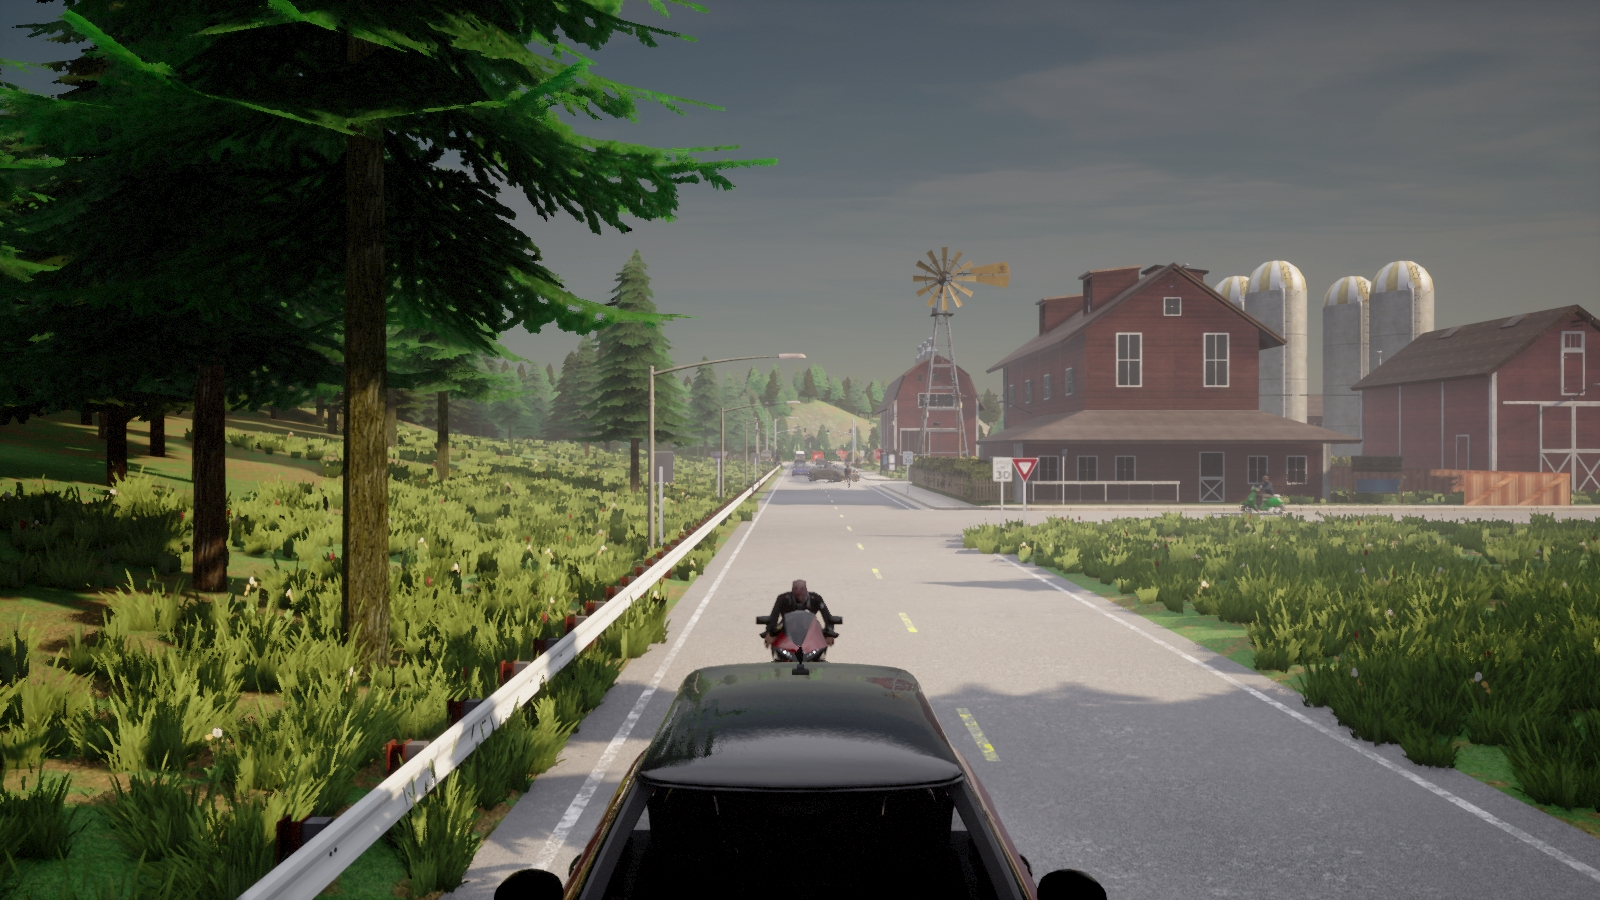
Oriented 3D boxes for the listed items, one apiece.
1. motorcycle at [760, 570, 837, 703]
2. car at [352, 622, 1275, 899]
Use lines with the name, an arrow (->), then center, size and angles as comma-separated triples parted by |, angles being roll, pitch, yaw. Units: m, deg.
motorcycle -> -0.022, 2.205, 13.909 | 0.867, 1.251, 2.209 | 0, 0, 0
car -> 0.033, 1.906, 4.501 | 2.097, 1.767, 4.553 | 0, 0, 0
